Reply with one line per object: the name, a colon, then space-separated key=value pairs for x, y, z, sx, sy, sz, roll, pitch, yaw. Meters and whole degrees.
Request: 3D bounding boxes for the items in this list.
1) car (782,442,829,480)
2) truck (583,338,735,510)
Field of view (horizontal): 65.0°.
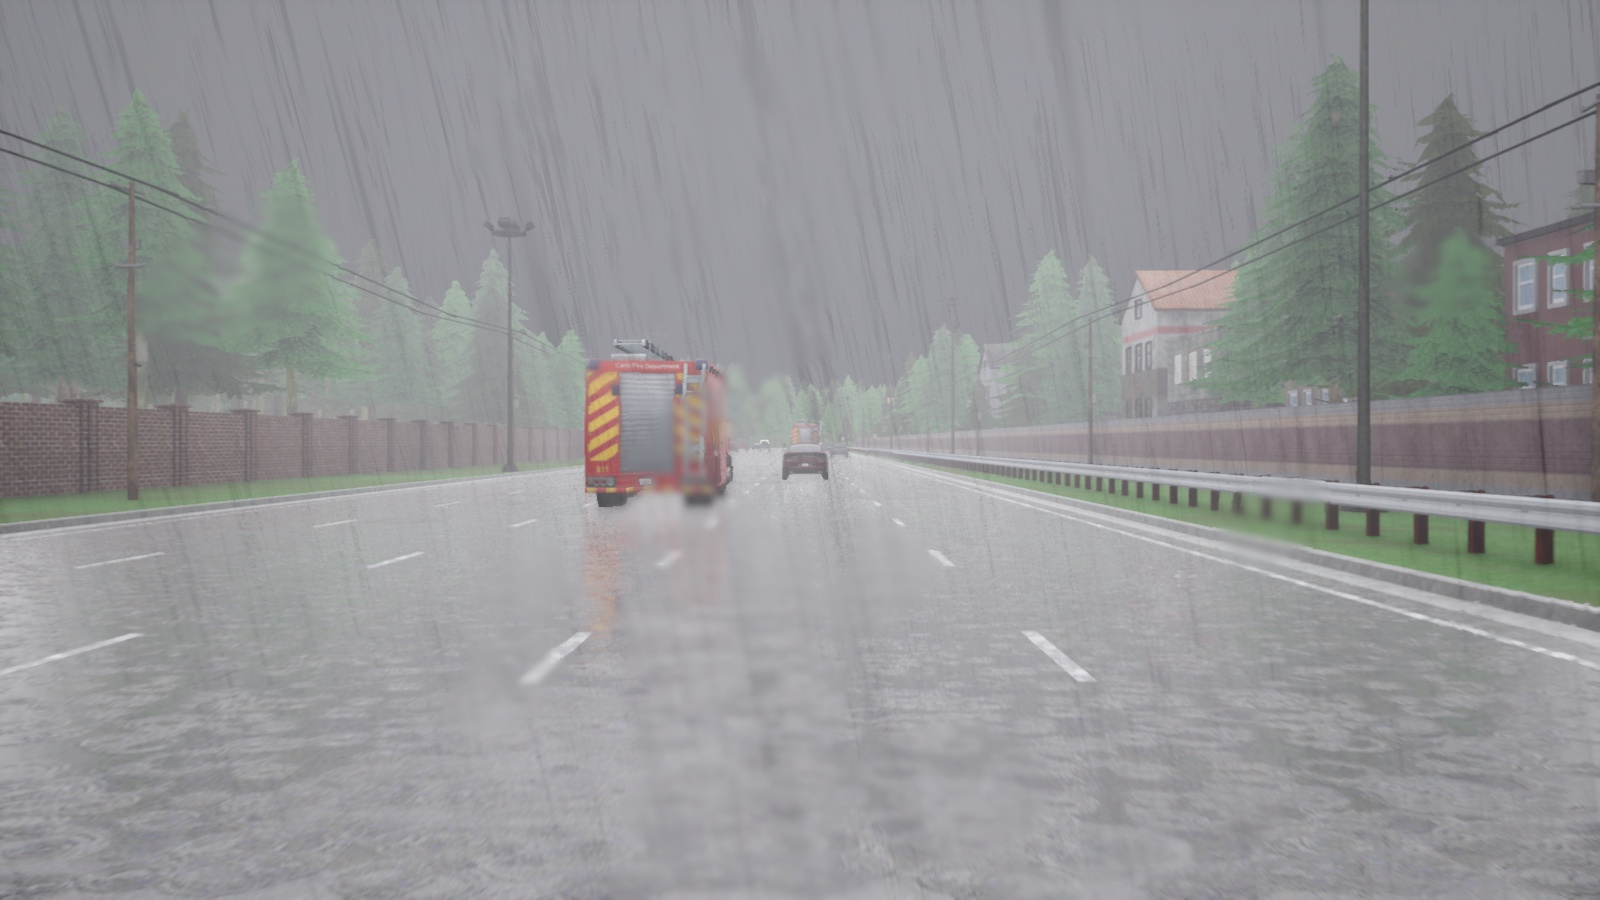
car: x=0.237 y=0.427 z=52.684 sx=1.882 sy=1.535 sz=5.008 roll=0 pitch=0 yaw=0
truck: x=-3.349 y=-0.602 z=32.143 sx=2.891 sy=3.827 sz=8.468 roll=0 pitch=0 yaw=0
